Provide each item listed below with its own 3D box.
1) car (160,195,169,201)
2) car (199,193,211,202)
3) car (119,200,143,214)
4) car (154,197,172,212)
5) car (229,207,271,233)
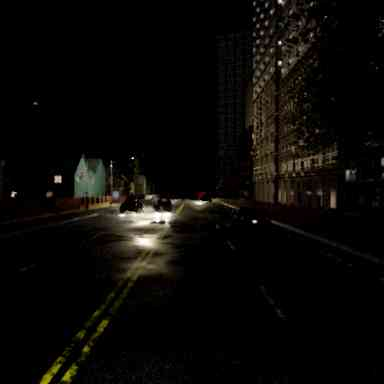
[{"bbox_3d":[-6.469,1.385,78.539,1.895,1.301,4.718,0,0,0],"label":"car"},{"bbox_3d":[3.280,1.405,76.209,2.097,1.767,4.553,0,0,0],"label":"car"},{"bbox_3d":[-6.581,1.546,36.407,2.033,1.411,5.357,0,0,0],"label":"car"},{"bbox_3d":[-3.325,1.492,38.815,2.128,1.511,4.902,0,0,0],"label":"car"},{"bbox_3d":[3.358,1.559,19.815,1.994,1.385,4.181,0,0,0],"label":"car"}]
